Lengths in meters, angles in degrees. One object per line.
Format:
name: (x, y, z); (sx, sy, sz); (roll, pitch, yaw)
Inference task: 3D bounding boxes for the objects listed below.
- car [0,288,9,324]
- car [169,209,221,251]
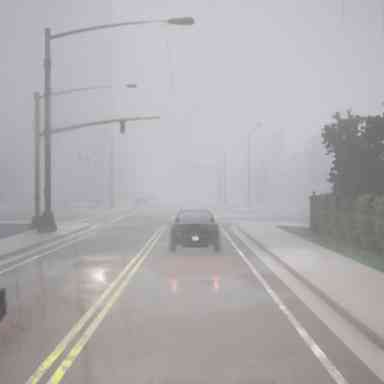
car: (-3.570, 1.592, 2.529); (1.895, 1.301, 4.718); (0, 0, 0)
car: (0.104, 1.432, 13.904); (1.882, 1.535, 5.008); (0, 0, 0)
